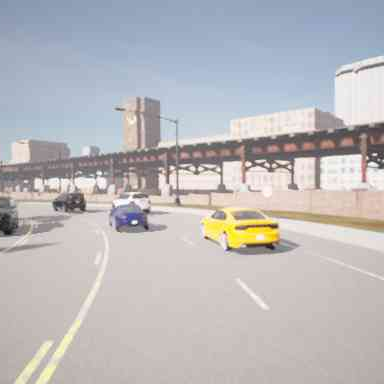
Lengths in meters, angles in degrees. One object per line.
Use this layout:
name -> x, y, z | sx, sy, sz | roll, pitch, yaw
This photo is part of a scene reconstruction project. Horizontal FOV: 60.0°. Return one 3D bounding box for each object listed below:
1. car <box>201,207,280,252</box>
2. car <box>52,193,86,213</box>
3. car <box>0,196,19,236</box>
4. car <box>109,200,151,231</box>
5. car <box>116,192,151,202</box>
car -> 1.738, 1.348, 13.497 | 1.882, 1.535, 5.008 | -1, 0, -13
car -> -13.441, 1.146, 36.322 | 2.150, 2.045, 5.566 | -2, 1, -39
car -> -10.914, 1.256, 18.351 | 2.150, 2.045, 5.566 | -1, 0, -23
car -> -3.823, 1.427, 19.749 | 1.812, 1.442, 4.674 | -1, 0, -20
car -> -5.793, 1.040, 31.645 | 2.150, 2.045, 5.566 | -1, 1, -31
